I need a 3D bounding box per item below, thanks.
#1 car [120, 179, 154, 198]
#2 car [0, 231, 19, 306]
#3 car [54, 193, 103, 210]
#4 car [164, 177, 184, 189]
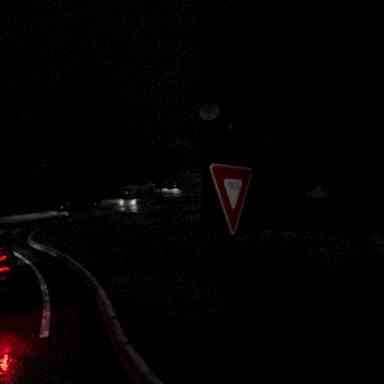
[{"bbox_3d":[-6.711,-0.515,41.403,2.150,2.045,5.566,0,5,21],"label":"car"},{"bbox_3d":[-5.280,1.389,7.570,2.097,1.767,4.553,0,0,-32],"label":"car"},{"bbox_3d":[-10.799,0.876,31.809,1.895,1.301,4.718,0,5,25],"label":"car"},{"bbox_3d":[-2.819,-1.569,53.201,2.097,1.767,4.553,0,5,16],"label":"car"}]
